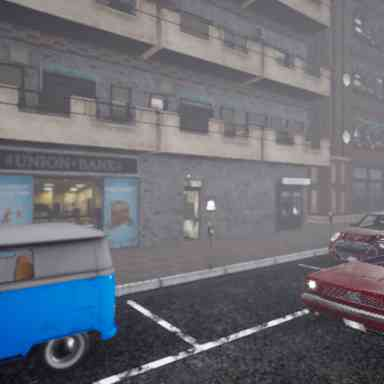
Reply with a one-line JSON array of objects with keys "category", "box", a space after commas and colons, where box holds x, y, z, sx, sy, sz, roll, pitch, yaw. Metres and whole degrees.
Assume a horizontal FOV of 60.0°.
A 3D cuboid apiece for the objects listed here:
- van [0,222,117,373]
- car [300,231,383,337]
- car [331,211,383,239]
[{"category": "van", "box": [-2.924, 1.343, 4.000, 3.998, 1.788, 1.690, -1, 1, -35]}, {"category": "car", "box": [4.081, 1.545, 5.978, 4.718, 1.301, 1.895, -1, 0, -35]}, {"category": "car", "box": [6.113, 1.349, 10.442, 4.097, 1.590, 1.967, -1, 1, -35]}]
